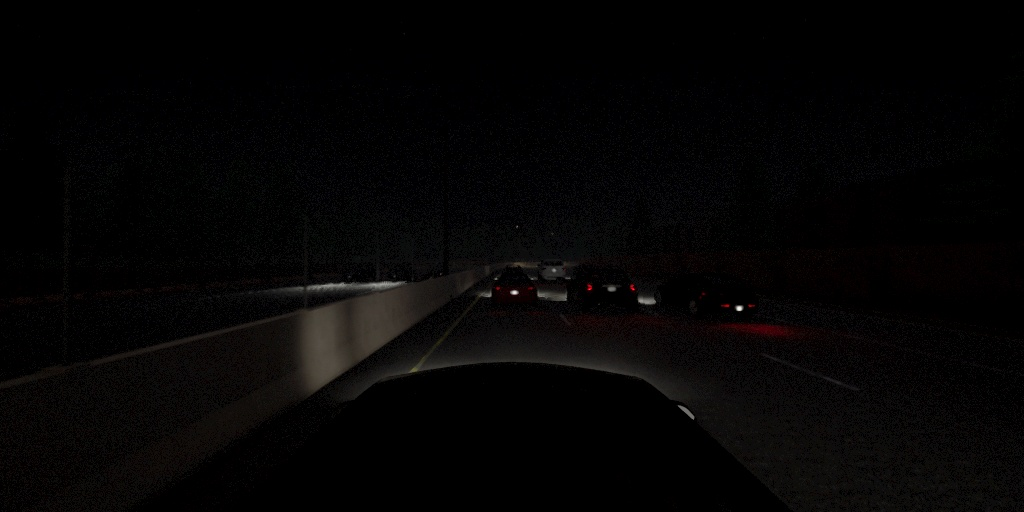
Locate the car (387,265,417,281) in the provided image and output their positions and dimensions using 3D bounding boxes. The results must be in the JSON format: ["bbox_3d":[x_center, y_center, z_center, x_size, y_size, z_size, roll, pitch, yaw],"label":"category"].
[{"bbox_3d":[-10.584,1.596,34.832,2.128,1.511,4.902,0,-1,0],"label":"car"}]

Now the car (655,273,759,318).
[{"bbox_3d":[7.103,1.384,13.619,1.837,1.490,4.892,0,0,0],"label":"car"}]

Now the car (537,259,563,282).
[{"bbox_3d":[3.608,1.313,33.416,2.150,2.045,5.566,0,0,0],"label":"car"}]

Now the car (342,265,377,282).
[{"bbox_3d":[-14.084,1.581,33.468,2.128,1.511,4.902,0,-1,0],"label":"car"}]

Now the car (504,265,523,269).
[{"bbox_3d":[0.108,1.604,35.476,2.128,1.511,4.902,0,-1,0],"label":"car"}]

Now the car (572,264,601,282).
[{"bbox_3d":[7.107,1.609,34.676,1.837,1.490,4.892,0,0,0],"label":"car"}]

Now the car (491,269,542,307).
[{"bbox_3d":[0.104,1.473,16.581,1.994,1.385,4.181,0,-1,0],"label":"car"}]

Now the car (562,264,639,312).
[{"bbox_3d":[3.603,1.244,15.066,2.097,1.767,4.553,0,-1,0],"label":"car"}]

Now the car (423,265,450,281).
[{"bbox_3d":[-7.085,1.624,34.235,1.812,1.442,4.674,0,-1,0],"label":"car"}]
